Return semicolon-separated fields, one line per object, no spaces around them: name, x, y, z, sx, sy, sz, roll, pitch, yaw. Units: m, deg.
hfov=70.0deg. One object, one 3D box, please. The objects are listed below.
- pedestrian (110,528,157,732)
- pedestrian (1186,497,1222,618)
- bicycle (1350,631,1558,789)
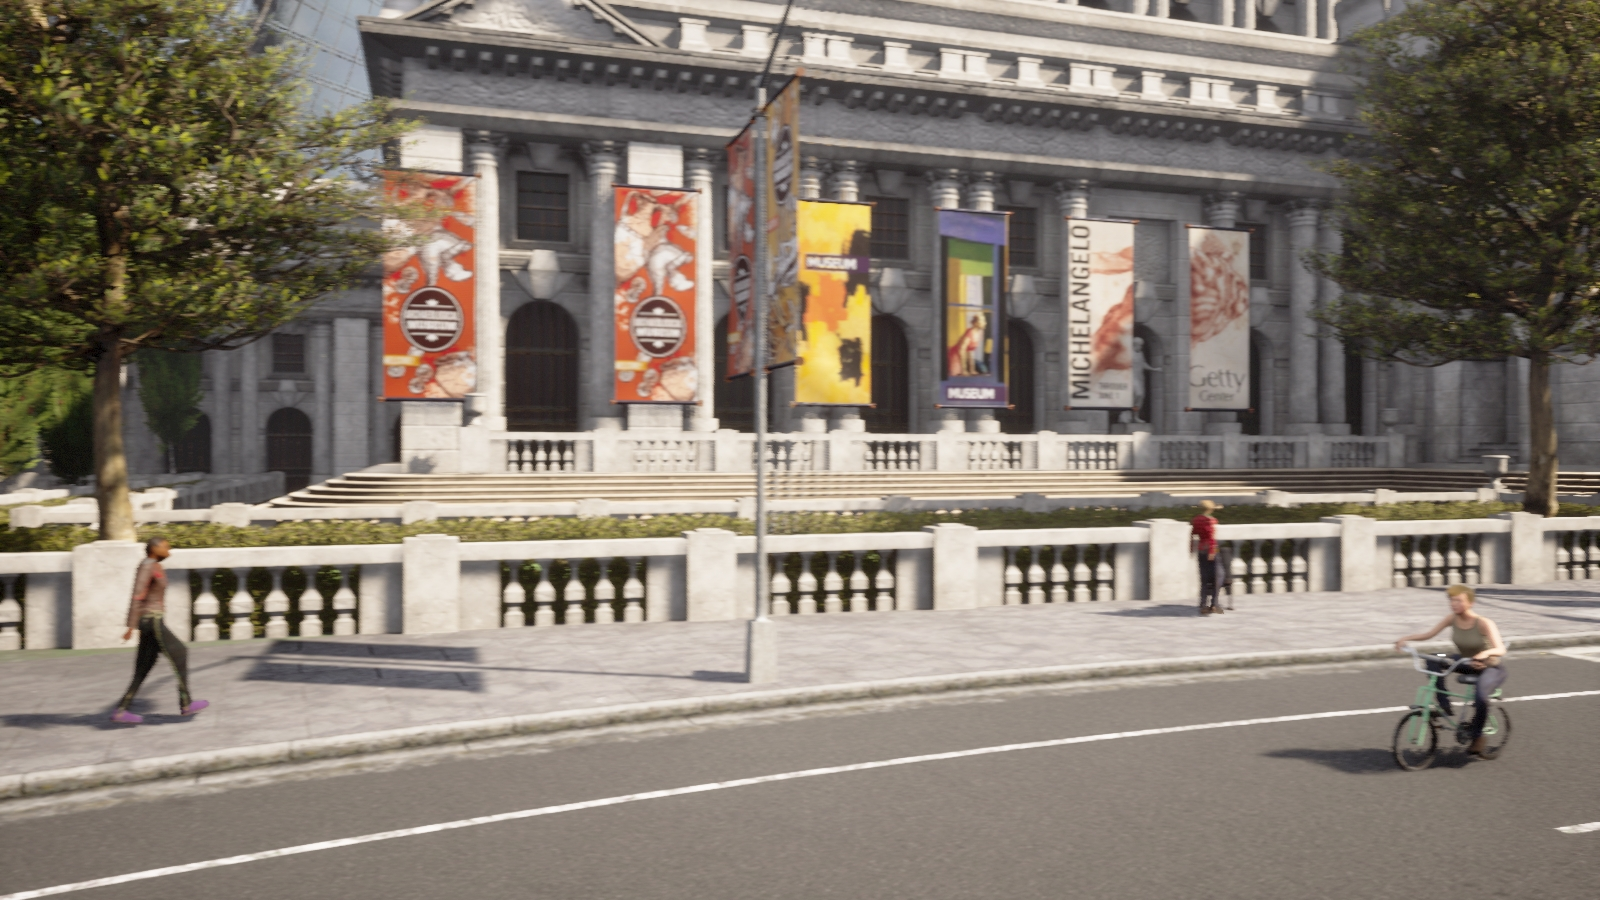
pedestrian;-6.330;1.687;10.853;0.375;1.860;0.375;0;0;-31
pedestrian;6.405;1.688;18.117;0.375;1.860;0.375;0;0;-32
bicycle;5.778;2.253;10.110;1.487;1.080;0.859;0;1;-23
